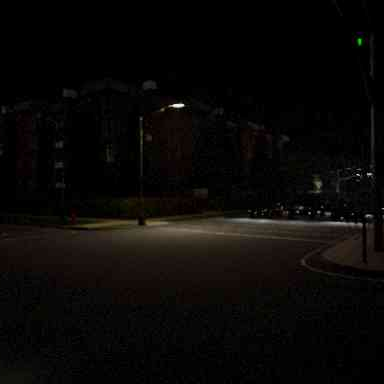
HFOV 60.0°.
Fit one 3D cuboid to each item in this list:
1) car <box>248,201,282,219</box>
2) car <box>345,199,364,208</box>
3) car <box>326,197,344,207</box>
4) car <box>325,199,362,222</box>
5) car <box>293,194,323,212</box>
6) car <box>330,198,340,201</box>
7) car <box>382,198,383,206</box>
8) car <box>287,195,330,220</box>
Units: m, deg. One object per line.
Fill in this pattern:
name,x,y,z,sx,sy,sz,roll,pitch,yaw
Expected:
car,6.960,1.635,31.240,1.837,1.490,4.892,-1,0,35
car,24.600,1.693,50.251,1.895,1.301,4.718,-1,0,35
car,23.569,1.655,54.832,1.812,1.442,4.674,-1,-1,36
car,13.016,1.603,27.690,2.033,1.411,5.357,-1,0,35
car,15.013,1.354,42.707,2.150,2.045,5.566,-1,-1,36
car,17.277,1.598,39.853,1.837,1.490,4.892,-1,-1,35
car,28.785,1.602,50.091,2.033,1.411,5.357,-1,0,36
car,10.435,1.315,30.109,2.150,2.045,5.566,-1,-1,35
